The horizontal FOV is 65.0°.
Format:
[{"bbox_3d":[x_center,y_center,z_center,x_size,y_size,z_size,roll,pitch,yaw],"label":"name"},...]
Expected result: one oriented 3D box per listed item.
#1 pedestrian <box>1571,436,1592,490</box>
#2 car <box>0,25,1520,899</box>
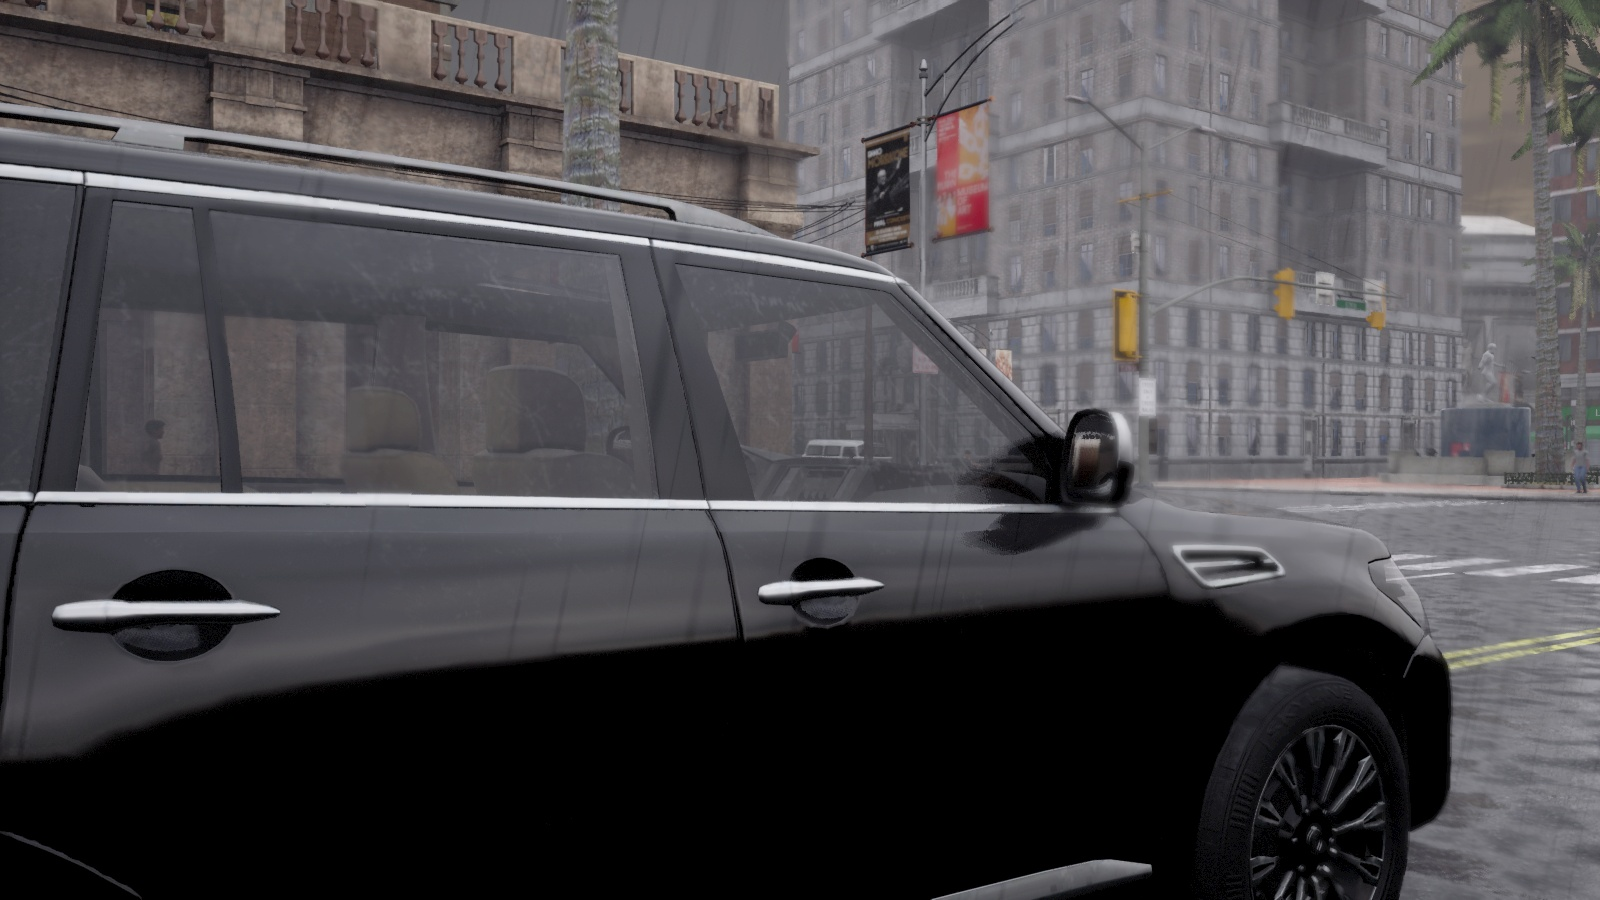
[{"bbox_3d":[26.975,0.450,43.347,0.706,1.836,0.354,0,0,-36],"label":"pedestrian"},{"bbox_3d":[-0.661,0.473,3.201,5.566,2.045,2.150,0,0,-35],"label":"car"}]
